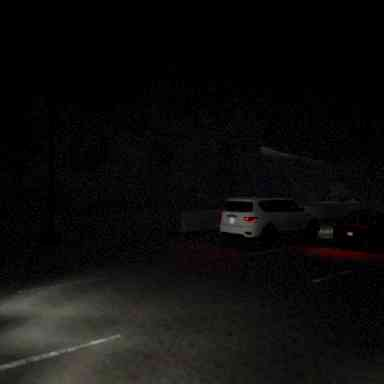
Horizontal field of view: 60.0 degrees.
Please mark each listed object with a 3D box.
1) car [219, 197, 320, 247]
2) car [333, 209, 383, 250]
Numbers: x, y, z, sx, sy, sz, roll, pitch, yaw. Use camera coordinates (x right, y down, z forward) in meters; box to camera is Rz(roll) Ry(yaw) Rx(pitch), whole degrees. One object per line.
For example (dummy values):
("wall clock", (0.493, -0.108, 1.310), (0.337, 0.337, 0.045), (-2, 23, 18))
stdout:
("car", (3.760, 1.254, 15.620), (5.566, 2.045, 2.150), (0, 0, -39))
("car", (8.153, 1.511, 14.742), (5.008, 1.535, 1.882), (0, 0, -40))
